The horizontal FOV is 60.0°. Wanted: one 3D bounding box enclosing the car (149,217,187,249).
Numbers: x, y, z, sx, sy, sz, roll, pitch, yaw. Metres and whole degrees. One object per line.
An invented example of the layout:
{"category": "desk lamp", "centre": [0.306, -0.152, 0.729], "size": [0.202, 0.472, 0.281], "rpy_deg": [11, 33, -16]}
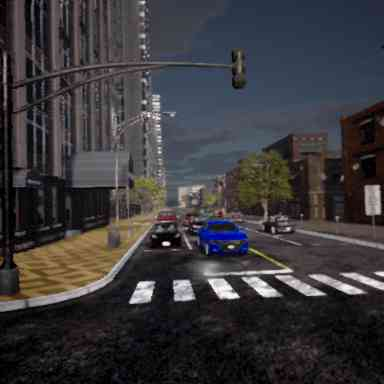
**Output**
{"category": "car", "centre": [-1.528, 2.466, 19.826], "size": [1.947, 1.339, 4.313], "rpy_deg": [-2, -2, -4]}

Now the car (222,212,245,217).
{"category": "car", "centre": [5.518, 3.138, 41.740], "size": [2.008, 1.369, 4.403], "rpy_deg": [-2, -2, -4]}

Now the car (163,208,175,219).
{"category": "car", "centre": [-4.413, 4.049, 63.983], "size": [2.192, 1.841, 5.009], "rpy_deg": [-2, -2, -4]}

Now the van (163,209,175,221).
{"category": "van", "centre": [-3.662, 3.617, 52.947], "size": [1.690, 1.788, 3.998], "rpy_deg": [-2, -2, -4]}

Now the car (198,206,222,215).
{"category": "car", "centre": [2.477, 3.251, 47.565], "size": [2.097, 1.767, 4.553], "rpy_deg": [-1, -2, -4]}

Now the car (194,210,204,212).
{"category": "car", "centre": [0.007, 3.095, 37.640], "size": [1.812, 1.442, 4.674], "rpy_deg": [-1, -2, -4]}

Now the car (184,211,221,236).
{"category": "car", "centre": [0.731, 2.611, 26.827], "size": [2.128, 1.511, 4.902], "rpy_deg": [-1, -2, -4]}

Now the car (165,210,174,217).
{"category": "car", "centre": [-4.769, 4.482, 69.323], "size": [1.752, 1.417, 4.829], "rpy_deg": [-2, -2, -4]}

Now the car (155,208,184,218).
{"category": "car", "centre": [-2.213, 2.644, 30.147], "size": [2.192, 1.841, 5.009], "rpy_deg": [-2, -2, -4]}

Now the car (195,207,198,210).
{"category": "car", "centre": [1.754, 3.528, 57.322], "size": [2.150, 2.045, 5.566], "rpy_deg": [-1, -2, -4]}

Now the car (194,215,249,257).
{"category": "car", "centre": [1.433, 2.172, 16.637], "size": [1.882, 1.535, 5.008], "rpy_deg": [-1, -2, -5]}

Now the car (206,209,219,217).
{"category": "car", "centre": [3.942, 4.068, 64.711], "size": [1.752, 1.417, 4.829], "rpy_deg": [-2, -2, -4]}

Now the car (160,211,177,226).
{"category": "car", "centre": [-2.869, 3.227, 41.183], "size": [1.967, 1.590, 4.097], "rpy_deg": [-2, -2, -4]}

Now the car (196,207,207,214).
{"category": "car", "centre": [2.443, 4.769, 86.618], "size": [2.192, 1.841, 5.009], "rpy_deg": [-2, -2, -4]}

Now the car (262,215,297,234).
{"category": "car", "centre": [6.713, 2.477, 25.931], "size": [2.008, 1.369, 4.403], "rpy_deg": [-2, -2, -4]}
